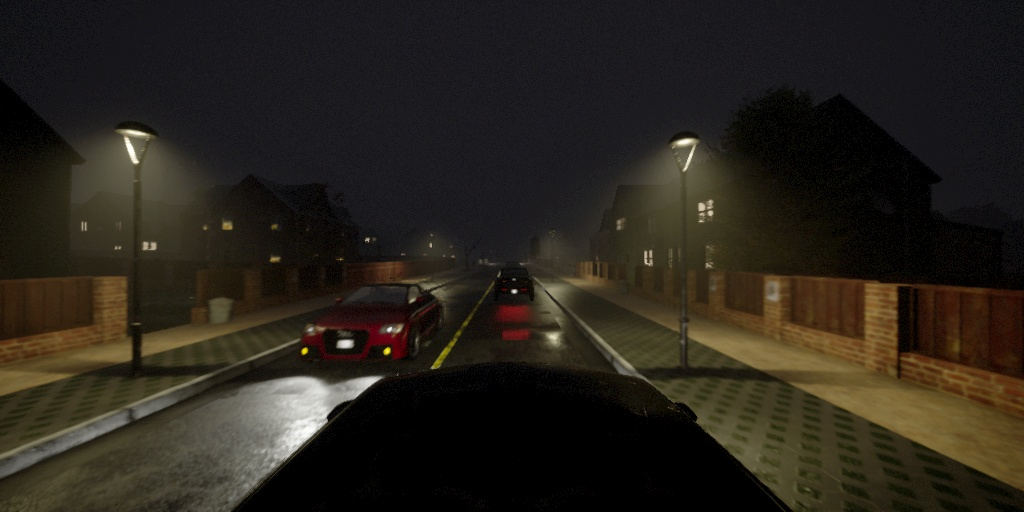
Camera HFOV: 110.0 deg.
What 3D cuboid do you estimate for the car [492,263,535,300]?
[{"bbox_3d":[0.100,1.265,17.719,1.837,1.490,4.892,0,0,0],"label":"car"}]

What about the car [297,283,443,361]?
[{"bbox_3d":[-2.849,1.317,8.124,1.994,1.385,4.181,0,0,0],"label":"car"}]

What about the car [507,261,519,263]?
[{"bbox_3d":[0.099,1.293,36.298,1.837,1.490,4.892,0,0,0],"label":"car"}]
